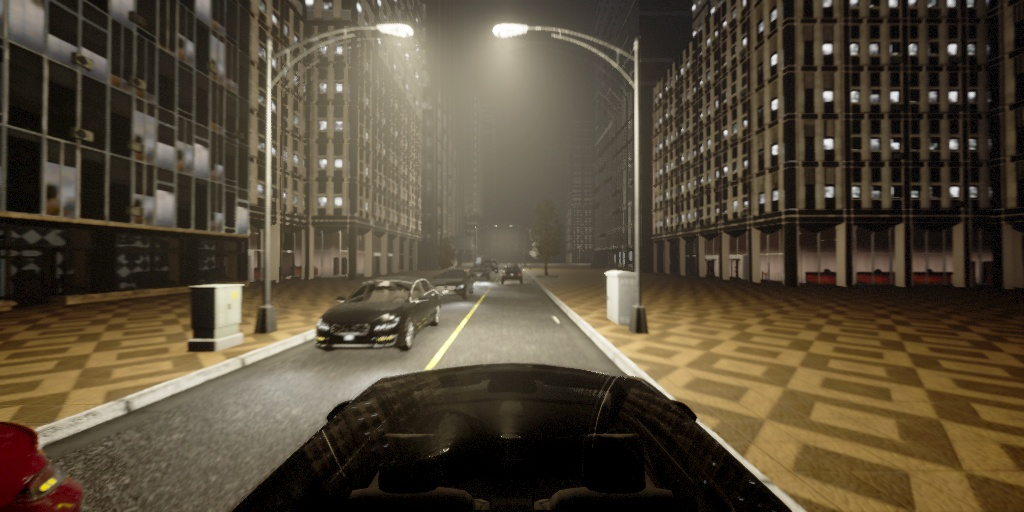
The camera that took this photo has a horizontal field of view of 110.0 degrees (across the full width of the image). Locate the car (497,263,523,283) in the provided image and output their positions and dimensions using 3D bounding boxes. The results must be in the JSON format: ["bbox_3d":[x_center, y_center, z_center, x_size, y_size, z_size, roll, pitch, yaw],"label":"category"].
[{"bbox_3d":[0.008,1.528,30.767,2.033,1.411,5.357,0,0,0],"label":"car"}]

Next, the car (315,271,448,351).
[{"bbox_3d":[-3.095,1.315,9.256,1.837,1.490,4.892,0,0,0],"label":"car"}]

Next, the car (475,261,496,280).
[{"bbox_3d":[-2.997,1.513,35.052,2.128,1.511,4.902,0,-1,0],"label":"car"}]

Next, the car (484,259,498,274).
[{"bbox_3d":[-2.994,1.449,48.887,2.150,2.045,5.566,0,0,0],"label":"car"}]

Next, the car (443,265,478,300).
[{"bbox_3d":[-3.088,1.414,19.070,1.812,1.442,4.674,0,0,0],"label":"car"}]
